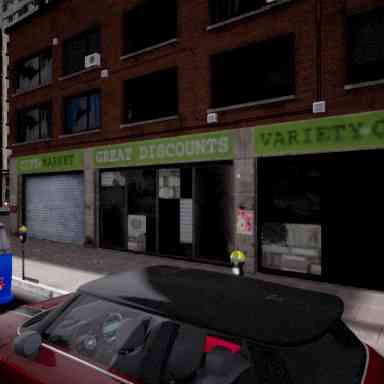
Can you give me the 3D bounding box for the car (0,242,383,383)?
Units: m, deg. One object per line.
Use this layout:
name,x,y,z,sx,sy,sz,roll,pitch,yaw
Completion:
car,-0.457,1.440,3.053,4.097,1.590,1.967,0,0,36

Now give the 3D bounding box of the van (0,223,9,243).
van,-5.087,1.343,6.361,3.998,1.788,1.690,0,0,36
